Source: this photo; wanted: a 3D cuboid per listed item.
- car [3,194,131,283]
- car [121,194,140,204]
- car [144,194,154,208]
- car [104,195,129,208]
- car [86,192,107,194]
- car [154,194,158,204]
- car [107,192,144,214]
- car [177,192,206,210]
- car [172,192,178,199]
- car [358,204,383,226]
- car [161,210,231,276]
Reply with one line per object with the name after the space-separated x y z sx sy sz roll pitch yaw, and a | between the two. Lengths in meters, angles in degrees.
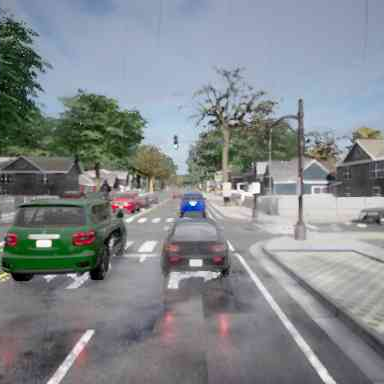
-3.341 1.193 9.819 2.150 2.045 5.566 0 0 -3 | car
-9.770 1.099 53.469 2.128 1.511 4.902 0 1 1 | car
-6.584 1.325 43.170 1.994 1.385 4.181 0 1 1 | car
-9.837 1.249 43.494 2.128 1.511 4.902 0 1 0 | car
-9.850 1.055 33.816 2.150 2.045 5.566 0 0 0 | car
-6.530 1.102 53.292 2.128 1.511 4.902 0 1 1 | car
-6.599 1.055 33.763 2.150 2.045 5.566 0 0 0 | car
0.094 1.078 29.671 2.150 2.045 5.566 0 0 0 | car
-3.254 0.756 73.363 1.994 1.385 4.181 0 1 0 | car
13.276 1.313 21.326 4.902 1.511 2.128 0 0 -2 | car
0.096 1.496 10.168 1.812 1.442 4.674 0 0 0 | car
